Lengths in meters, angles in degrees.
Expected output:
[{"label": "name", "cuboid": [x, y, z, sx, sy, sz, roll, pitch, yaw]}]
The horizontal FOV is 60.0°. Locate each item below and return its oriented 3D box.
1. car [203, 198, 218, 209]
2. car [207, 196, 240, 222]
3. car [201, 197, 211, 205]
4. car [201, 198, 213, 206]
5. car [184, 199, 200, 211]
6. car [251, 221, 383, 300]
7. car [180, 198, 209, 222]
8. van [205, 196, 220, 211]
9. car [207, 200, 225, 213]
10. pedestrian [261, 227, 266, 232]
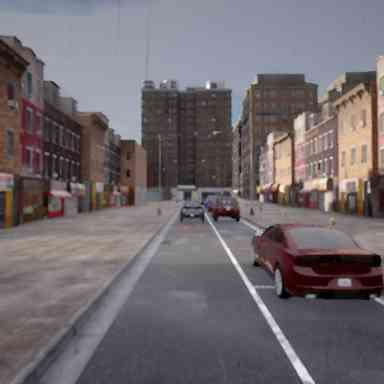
[{"label": "car", "cuboid": [2.658, 1.639, 48.563, 1.887, 1.381, 4.507, 1, 0, 0]}, {"label": "car", "cuboid": [2.661, 1.336, 26.811, 2.192, 1.841, 5.009, 1, 0, 0]}, {"label": "car", "cuboid": [2.659, 1.762, 64.878, 1.802, 1.307, 4.206, 1, 0, 0]}, {"label": "car", "cuboid": [2.658, 1.732, 59.439, 1.802, 1.307, 4.206, 1, 0, 0]}, {"label": "car", "cuboid": [0.022, 1.619, 42.615, 2.033, 1.411, 5.357, 0, 0, 0]}, {"label": "car", "cuboid": [2.750, 1.476, 8.466, 1.882, 1.535, 5.008, 0, 0, 0]}, {"label": "car", "cuboid": [0.040, 1.512, 26.558, 2.128, 1.511, 4.902, 0, 0, 1]}, {"label": "van", "cuboid": [2.661, 1.412, 43.126, 1.690, 1.788, 3.998, 1, 0, 0]}, {"label": "car", "cuboid": [2.656, 1.633, 37.687, 1.802, 1.307, 4.206, 1, 0, 0]}, {"label": "pedestrian", "cuboid": [2.546, 1.673, 11.484, 0.500, 1.100, 0.500, 1, -1, 0]}]
